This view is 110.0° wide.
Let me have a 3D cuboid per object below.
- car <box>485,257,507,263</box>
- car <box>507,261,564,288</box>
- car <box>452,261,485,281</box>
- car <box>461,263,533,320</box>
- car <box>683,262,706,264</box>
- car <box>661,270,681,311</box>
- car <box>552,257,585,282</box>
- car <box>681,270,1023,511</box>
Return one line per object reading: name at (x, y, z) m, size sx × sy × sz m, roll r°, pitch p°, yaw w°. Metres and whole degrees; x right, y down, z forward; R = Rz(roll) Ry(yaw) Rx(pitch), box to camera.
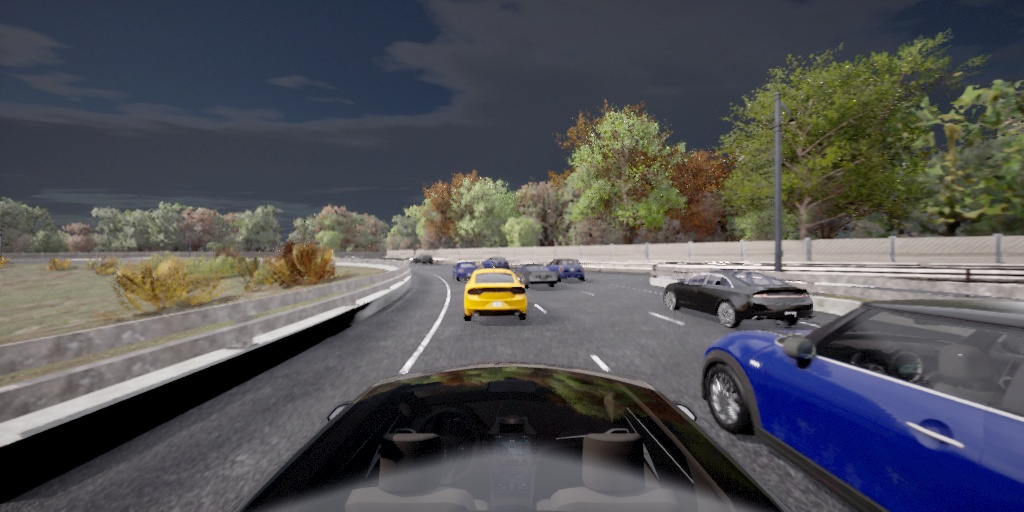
car at (-2.252, 0.878, 46.875) m, size 2.097 × 1.767 × 4.553 m, roll 0°, pitch 0°, yaw -31°
car at (1.299, 1.204, 22.631) m, size 2.033 × 1.411 × 5.357 m, roll 0°, pitch 0°, yaw -11°
car at (-3.631, 1.178, 28.235) m, size 1.812 × 1.442 × 4.674 m, roll 0°, pitch 0°, yaw -14°
car at (-0.685, 1.185, 12.478) m, size 1.882 × 1.535 × 5.008 m, roll 0°, pitch 0°, yaw -6°
car at (13.246, 1.117, 26.611) m, size 1.994 × 1.385 × 4.181 m, roll -1°, pitch 0°, yaw -43°
car at (6.495, 1.176, 11.016) m, size 2.128 × 1.511 × 4.902 m, roll 0°, pitch 0°, yaw -4°
car at (3.764, 0.978, 27.336) m, size 2.097 × 1.767 × 4.553 m, roll 0°, pitch 0°, yaw -13°
car at (3.412, 1.084, 2.622) m, size 2.097 × 1.767 × 4.553 m, roll 0°, pitch 0°, yaw -1°
